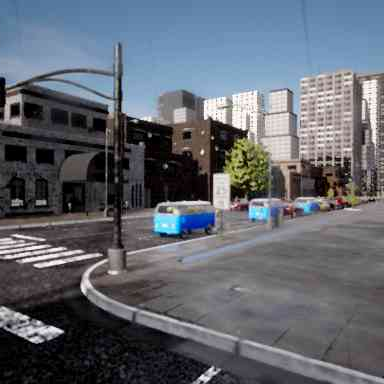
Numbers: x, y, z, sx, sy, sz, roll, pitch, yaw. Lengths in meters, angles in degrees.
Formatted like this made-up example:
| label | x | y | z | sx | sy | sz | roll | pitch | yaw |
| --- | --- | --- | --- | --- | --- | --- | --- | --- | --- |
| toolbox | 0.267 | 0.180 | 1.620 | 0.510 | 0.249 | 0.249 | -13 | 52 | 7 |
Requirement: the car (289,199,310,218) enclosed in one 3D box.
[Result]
| label | x | y | z | sx | sy | sz | roll | pitch | yaw |
| --- | --- | --- | --- | --- | --- | --- | --- | --- | --- |
| car | 9.222 | 1.651 | 31.317 | 1.887 | 1.381 | 4.507 | 0 | 0 | 35 |

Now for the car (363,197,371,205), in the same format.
| label | x | y | z | sx | sy | sz | roll | pitch | yaw |
| --- | --- | --- | --- | --- | --- | --- | --- | --- | --- |
| car | 34.532 | 1.805 | 67.522 | 1.887 | 1.381 | 4.507 | 0 | 0 | 35 |

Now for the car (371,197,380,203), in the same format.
| label | x | y | z | sx | sy | sz | roll | pitch | yaw |
| --- | --- | --- | --- | --- | --- | --- | --- | --- | --- |
| car | 44.023 | 1.895 | 81.099 | 1.947 | 1.339 | 4.313 | 0 | 0 | 35 |

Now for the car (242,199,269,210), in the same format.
| label | x | y | z | sx | sy | sz | roll | pitch | yaw |
| --- | --- | --- | --- | --- | --- | --- | --- | --- | --- |
| car | 8.692 | 1.621 | 45.186 | 1.887 | 1.381 | 4.507 | 0 | 0 | 35 |

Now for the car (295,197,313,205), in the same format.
| label | x | y | z | sx | sy | sz | roll | pitch | yaw |
| --- | --- | --- | --- | --- | --- | --- | --- | --- | --- |
| car | 21.347 | 1.698 | 63.287 | 1.887 | 1.381 | 4.507 | 0 | 0 | 35 |

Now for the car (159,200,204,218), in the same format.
| label | x | y | z | sx | sy | sz | roll | pitch | yaw |
| --- | --- | --- | --- | --- | --- | --- | --- | --- | --- |
| car | -0.897 | 1.550 | 31.469 | 1.752 | 1.417 | 4.829 | 0 | 0 | 35 |

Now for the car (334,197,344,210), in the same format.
| label | x | y | z | sx | sy | sz | roll | pitch | yaw |
| --- | --- | --- | --- | --- | --- | --- | --- | --- | --- |
| car | 18.713 | 1.725 | 44.894 | 1.947 | 1.339 | 4.313 | 0 | 0 | 35 |

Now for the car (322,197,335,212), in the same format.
| label | x | y | z | sx | sy | sz | roll | pitch | yaw |
| --- | --- | --- | --- | --- | --- | --- | --- | --- | --- |
| car | 15.647 | 1.667 | 40.508 | 1.752 | 1.417 | 4.829 | 0 | 0 | 35 |

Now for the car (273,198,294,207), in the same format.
| label | x | y | z | sx | sy | sz | roll | pitch | yaw |
| --- | --- | --- | --- | --- | --- | --- | --- | --- | --- |
| car | 15.019 | 1.658 | 54.236 | 1.887 | 1.381 | 4.507 | 0 | 0 | 35 |

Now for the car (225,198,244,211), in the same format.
| label | x | y | z | sx | sy | sz | roll | pitch | yaw |
| --- | --- | --- | --- | --- | --- | --- | --- | --- | --- |
| car | 5.529 | 1.499 | 40.660 | 1.967 | 1.590 | 4.097 | 0 | 0 | 35 |

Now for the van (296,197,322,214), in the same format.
| label | x | y | z | sx | sy | sz | roll | pitch | yaw |
| --- | --- | --- | --- | --- | --- | --- | --- | --- | --- |
| van | 12.387 | 1.464 | 35.843 | 1.690 | 1.788 | 3.998 | 0 | 0 | 35 |

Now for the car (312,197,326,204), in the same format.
| label | x | y | z | sx | sy | sz | roll | pitch | yaw |
| --- | --- | --- | --- | --- | --- | --- | --- | --- | --- |
| car | 27.576 | 1.721 | 72.199 | 1.752 | 1.417 | 4.829 | 0 | 0 | 35 |

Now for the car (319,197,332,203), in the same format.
| label | x | y | z | sx | sy | sz | roll | pitch | yaw |
| --- | --- | --- | --- | --- | --- | --- | --- | --- | --- |
| car | 30.837 | 1.784 | 76.864 | 1.947 | 1.339 | 4.313 | 0 | 0 | 35 |

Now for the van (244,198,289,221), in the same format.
| label | x | y | z | sx | sy | sz | roll | pitch | yaw |
| --- | --- | --- | --- | --- | --- | --- | --- | --- | --- |
| van | 6.059 | 1.431 | 26.792 | 1.690 | 1.788 | 3.998 | 0 | 0 | 35 |

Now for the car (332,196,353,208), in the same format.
| label | x | y | z | sx | sy | sz | roll | pitch | yaw |
| --- | --- | --- | --- | --- | --- | --- | --- | --- | --- |
| car | 21.879 | 1.493 | 49.421 | 2.192 | 1.841 | 5.009 | 0 | 0 | 35 |

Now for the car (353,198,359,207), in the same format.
| label | x | y | z | sx | sy | sz | roll | pitch | yaw |
| --- | --- | --- | --- | --- | --- | --- | --- | --- | --- |
| car | 25.043 | 1.512 | 53.946 | 2.192 | 1.841 | 5.009 | 0 | 0 | 35 |

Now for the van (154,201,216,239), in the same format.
| label | x | y | z | sx | sy | sz | roll | pitch | yaw |
| --- | --- | --- | --- | --- | --- | --- | --- | --- | --- |
| van | -0.268 | 1.402 | 17.741 | 1.690 | 1.788 | 3.998 | 0 | 0 | 35 |

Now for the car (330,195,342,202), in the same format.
| label | x | y | z | sx | sy | sz | roll | pitch | yaw |
| --- | --- | --- | --- | --- | --- | --- | --- | --- | --- |
| car | 37.165 | 1.705 | 85.914 | 1.967 | 1.590 | 4.097 | 0 | 0 | 35 |

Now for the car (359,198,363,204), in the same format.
| label | x | y | z | sx | sy | sz | roll | pitch | yaw |
| --- | --- | --- | --- | --- | --- | --- | --- | --- | --- |
| car | 28.302 | 1.744 | 58.611 | 1.752 | 1.417 | 4.829 | 0 | 0 | 35 |
